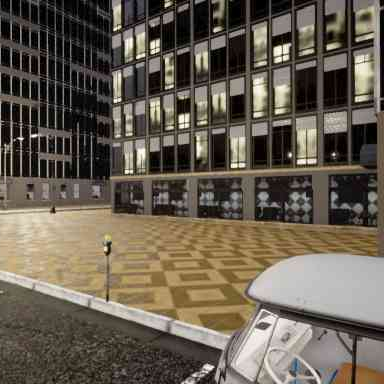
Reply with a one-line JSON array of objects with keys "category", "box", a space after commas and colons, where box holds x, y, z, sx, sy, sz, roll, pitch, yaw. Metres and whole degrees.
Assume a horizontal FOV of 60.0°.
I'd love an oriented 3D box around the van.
[{"category": "van", "box": [1.933, 1.341, 1.500, 3.998, 1.788, 1.690, 0, 0, 35]}]
